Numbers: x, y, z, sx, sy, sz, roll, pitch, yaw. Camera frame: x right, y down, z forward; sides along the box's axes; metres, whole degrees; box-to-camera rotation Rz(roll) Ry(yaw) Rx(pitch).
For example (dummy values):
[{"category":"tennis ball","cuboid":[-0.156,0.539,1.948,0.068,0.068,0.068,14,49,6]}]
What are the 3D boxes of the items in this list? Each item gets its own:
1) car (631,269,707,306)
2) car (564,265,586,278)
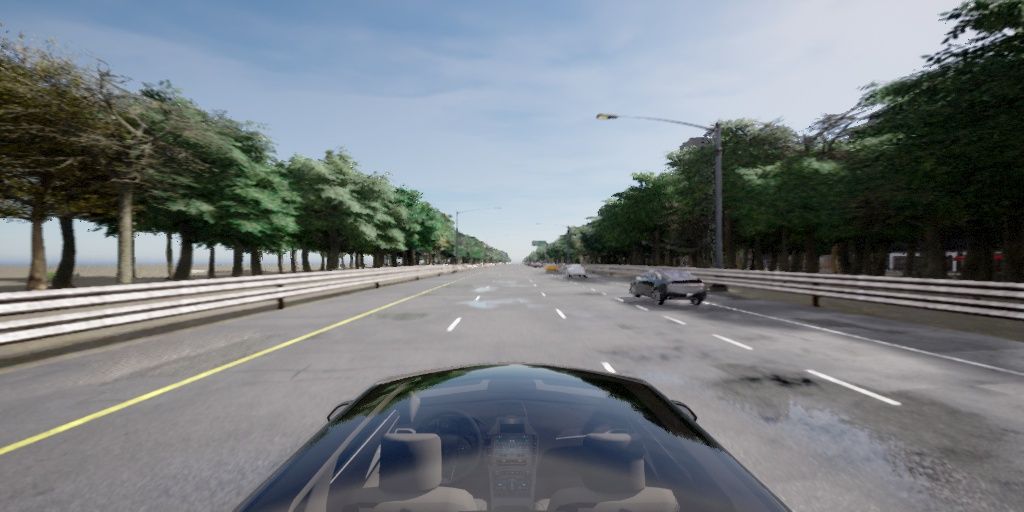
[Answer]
[{"category":"car","cuboid":[7.012,1.363,16.582,2.128,1.511,4.902,0,-1,0]},{"category":"car","cuboid":[7.084,1.715,40.419,1.812,1.442,4.674,0,-1,0]}]
